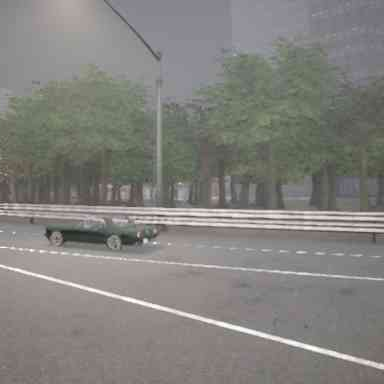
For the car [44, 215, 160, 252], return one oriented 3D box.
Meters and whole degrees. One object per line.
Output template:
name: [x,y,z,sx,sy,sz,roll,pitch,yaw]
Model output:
car: [-3.837,1.626,13.899,4.718,1.301,1.895,0,0,23]
